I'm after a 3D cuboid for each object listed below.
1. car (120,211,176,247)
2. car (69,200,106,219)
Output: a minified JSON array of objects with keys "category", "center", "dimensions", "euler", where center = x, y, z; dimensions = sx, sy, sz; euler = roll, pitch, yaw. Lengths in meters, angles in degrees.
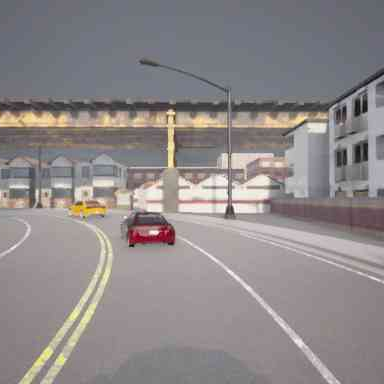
[{"category":"car","center":[-2.081,1.545,14.969],"dimensions":[1.994,1.385,4.181],"euler":[0,0,-17]},{"category":"car","center":[-9.120,1.436,28.809],"dimensions":[1.882,1.535,5.008],"euler":[1,-1,-37]}]
